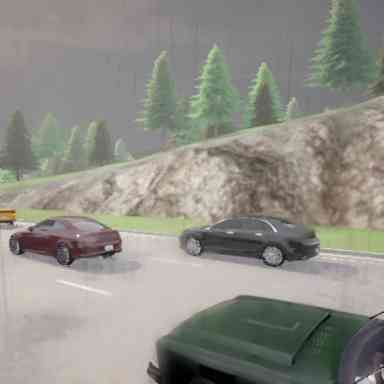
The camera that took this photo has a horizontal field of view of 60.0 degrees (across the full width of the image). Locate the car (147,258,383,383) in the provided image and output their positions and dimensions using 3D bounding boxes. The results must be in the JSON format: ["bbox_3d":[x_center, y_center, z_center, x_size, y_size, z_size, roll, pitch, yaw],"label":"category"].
[{"bbox_3d":[1.904,1.602,2.653,4.718,1.301,1.895,0,0,35],"label":"car"}]

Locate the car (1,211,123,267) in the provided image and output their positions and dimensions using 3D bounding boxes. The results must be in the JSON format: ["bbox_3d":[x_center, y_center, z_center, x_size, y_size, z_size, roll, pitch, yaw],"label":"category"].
[{"bbox_3d":[-4.390,1.527,11.434,4.674,1.442,1.812,0,0,35],"label":"car"}]

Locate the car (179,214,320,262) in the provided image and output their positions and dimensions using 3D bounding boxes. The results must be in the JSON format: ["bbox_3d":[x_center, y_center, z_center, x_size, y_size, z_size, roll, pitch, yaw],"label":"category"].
[{"bbox_3d":[1.767,1.508,11.351,4.892,1.490,1.837,0,0,35],"label":"car"}]

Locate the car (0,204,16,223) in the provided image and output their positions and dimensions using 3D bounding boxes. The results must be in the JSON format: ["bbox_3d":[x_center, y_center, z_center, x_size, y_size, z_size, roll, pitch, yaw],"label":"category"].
[{"bbox_3d":[-13.863,1.480,22.494,5.008,1.535,1.882,0,0,36],"label":"car"}]
